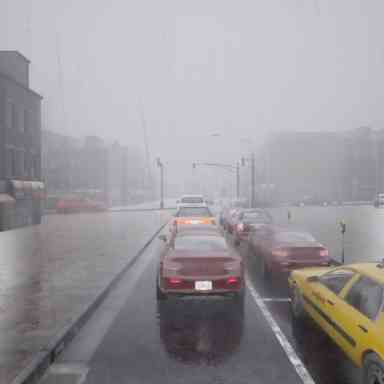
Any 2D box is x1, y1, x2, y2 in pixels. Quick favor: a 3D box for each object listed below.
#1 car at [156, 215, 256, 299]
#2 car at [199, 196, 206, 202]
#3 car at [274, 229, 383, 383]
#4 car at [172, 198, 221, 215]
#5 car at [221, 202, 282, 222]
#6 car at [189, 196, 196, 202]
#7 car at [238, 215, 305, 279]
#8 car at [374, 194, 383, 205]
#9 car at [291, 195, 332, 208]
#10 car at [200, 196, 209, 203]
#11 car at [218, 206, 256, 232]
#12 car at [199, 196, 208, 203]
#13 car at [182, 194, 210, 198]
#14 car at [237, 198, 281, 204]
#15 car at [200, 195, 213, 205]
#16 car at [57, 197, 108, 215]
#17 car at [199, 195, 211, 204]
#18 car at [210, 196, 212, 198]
[{"bbox_3d":[0.130,1.527,8.322,1.812,1.442,4.674,0,0,-2],"label":"car"},{"bbox_3d":[2.730,1.822,90.664,1.752,1.417,4.829,-1,0,0],"label":"car"},{"bbox_3d":[2.638,1.525,4.507,1.752,1.417,4.829,0,0,0],"label":"car"},{"bbox_3d":[0.103,1.358,15.681,2.097,1.767,4.553,0,0,0],"label":"car"},{"bbox_3d":[2.649,1.446,15.271,1.967,1.590,4.097,0,0,0],"label":"car"},{"bbox_3d":[0.092,1.744,83.140,1.837,1.490,4.892,0,0,0],"label":"car"},{"bbox_3d":[2.644,1.584,9.805,1.802,1.307,4.206,0,0,0],"label":"car"},{"bbox_3d":[25.629,0.540,41.245,5.566,2.045,2.150,-2,0,0],"label":"car"},{"bbox_3d":[14.779,1.107,41.235,4.892,1.490,1.837,-2,0,0],"label":"car"},{"bbox_3d":[2.712,1.645,74.288,1.967,1.590,4.097,-1,0,0],"label":"car"},{"bbox_3d":[2.656,1.594,20.738,1.802,1.307,4.206,0,0,0],"label":"car"},{"bbox_3d":[2.717,1.674,79.690,1.967,1.590,4.097,-1,0,0],"label":"car"},{"bbox_3d":[0.062,1.242,25.777,2.150,2.045,5.566,0,0,1],"label":"car"},{"bbox_3d":[7.547,1.345,38.274,5.357,1.411,2.033,-1,0,0],"label":"car"},{"bbox_3d":[2.699,1.466,63.483,2.192,1.841,5.009,-1,0,0],"label":"car"},{"bbox_3d":[-12.623,1.614,38.268,5.566,2.045,2.150,-1,0,0],"label":"car"},{"bbox_3d":[2.705,1.492,68.886,2.192,1.841,5.009,-1,0,0],"label":"car"},{"bbox_3d":[2.694,1.567,58.081,1.967,1.590,4.097,-1,0,0],"label":"car"}]
